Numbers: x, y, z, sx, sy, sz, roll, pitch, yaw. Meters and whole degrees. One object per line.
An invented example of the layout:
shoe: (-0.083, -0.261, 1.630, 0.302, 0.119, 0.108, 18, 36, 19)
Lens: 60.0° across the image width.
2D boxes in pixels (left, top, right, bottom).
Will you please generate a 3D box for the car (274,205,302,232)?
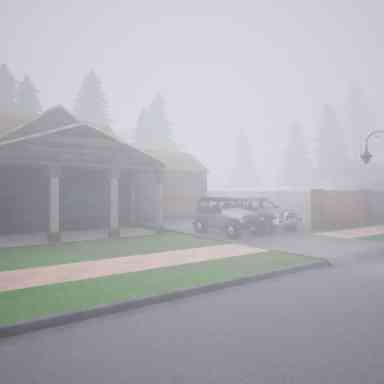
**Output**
car: (3.494, 1.174, 17.880, 1.932, 1.855, 4.605, 0, 0, -36)

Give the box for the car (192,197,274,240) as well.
car: (1.684, 1.176, 16.093, 1.905, 1.878, 3.866, 0, 0, -36)
